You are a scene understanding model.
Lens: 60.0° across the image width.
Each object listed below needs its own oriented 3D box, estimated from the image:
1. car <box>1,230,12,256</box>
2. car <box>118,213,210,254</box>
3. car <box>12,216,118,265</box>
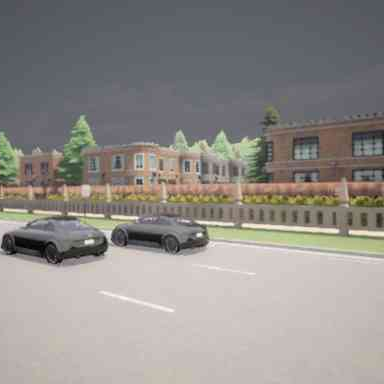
[{"bbox_3d":[-7.399,1.492,9.268,4.902,1.511,2.128,0,0,35],"label":"car"},{"bbox_3d":[-1.347,1.565,13.550,4.181,1.385,1.994,0,0,35],"label":"car"},{"bbox_3d":[-4.919,1.565,11.799,4.181,1.385,1.994,0,0,35],"label":"car"}]
